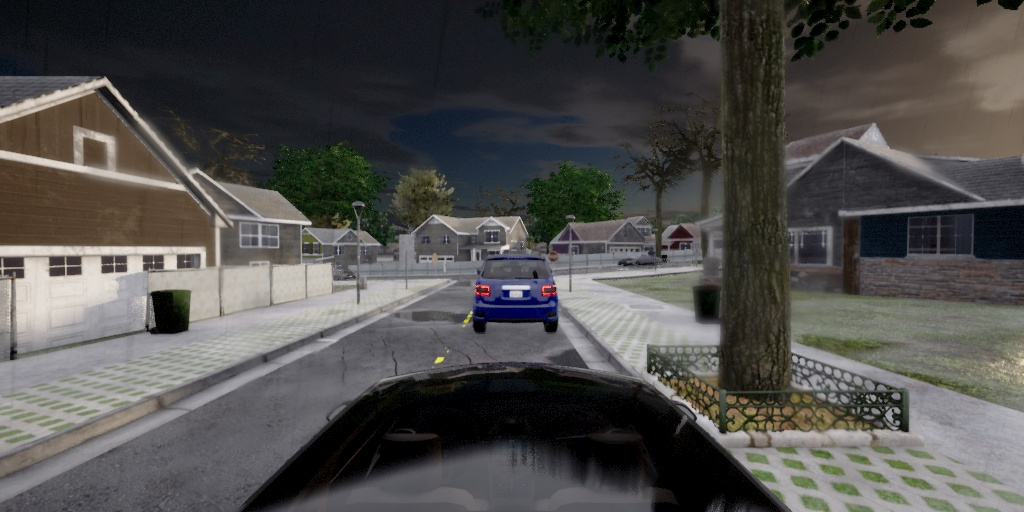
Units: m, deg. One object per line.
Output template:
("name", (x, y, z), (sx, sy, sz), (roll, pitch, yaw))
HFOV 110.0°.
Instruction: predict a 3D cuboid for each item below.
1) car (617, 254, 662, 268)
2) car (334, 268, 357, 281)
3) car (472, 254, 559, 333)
("car", (14.611, 0.531, 40.862), (5.357, 1.411, 2.033), (-2, 2, -25))
("car", (-18.418, 1.978, 37.511), (4.181, 1.385, 1.994), (-2, 0, 22))
("car", (0.081, 0.966, 10.880), (2.150, 2.045, 5.566), (0, 0, 0))
